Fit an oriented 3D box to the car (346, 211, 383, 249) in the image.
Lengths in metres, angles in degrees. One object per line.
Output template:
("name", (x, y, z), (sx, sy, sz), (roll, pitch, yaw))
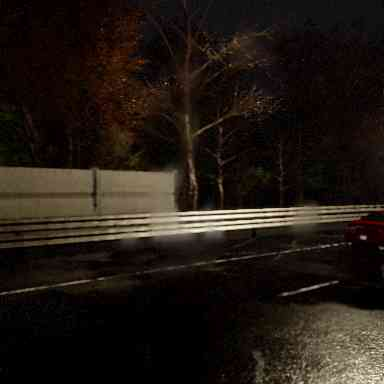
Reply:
("car", (8.148, 1.451, 13.030), (5.008, 1.535, 1.882), (0, 0, -32))
